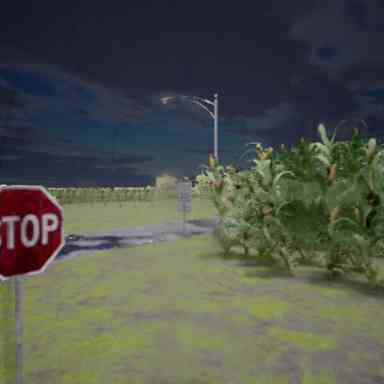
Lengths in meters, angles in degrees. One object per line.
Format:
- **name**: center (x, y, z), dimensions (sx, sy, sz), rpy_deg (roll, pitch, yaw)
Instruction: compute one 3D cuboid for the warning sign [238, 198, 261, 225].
- **warning sign**: center (4.055, 1.338, 23.458), dimensions (1.300, 1.860, 1.060), rpy_deg (0, 0, 35)
